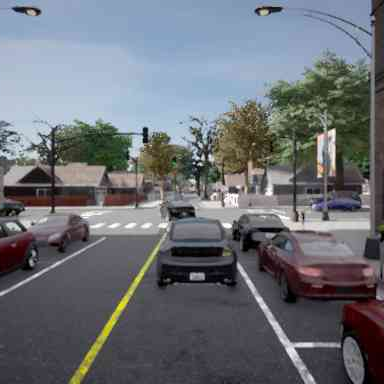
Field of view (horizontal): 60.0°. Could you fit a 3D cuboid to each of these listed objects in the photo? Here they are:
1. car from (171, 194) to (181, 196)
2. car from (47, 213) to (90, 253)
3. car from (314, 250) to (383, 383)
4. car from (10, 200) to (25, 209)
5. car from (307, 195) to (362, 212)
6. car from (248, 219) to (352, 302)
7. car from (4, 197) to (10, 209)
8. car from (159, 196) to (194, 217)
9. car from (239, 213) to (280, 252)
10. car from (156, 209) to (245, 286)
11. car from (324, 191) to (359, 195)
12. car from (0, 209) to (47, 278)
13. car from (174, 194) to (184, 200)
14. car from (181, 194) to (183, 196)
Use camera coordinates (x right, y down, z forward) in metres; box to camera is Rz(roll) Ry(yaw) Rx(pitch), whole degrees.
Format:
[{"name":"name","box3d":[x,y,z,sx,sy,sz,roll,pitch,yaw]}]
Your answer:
[{"name":"car","box3d":[-3.020,1.287,47.898,1.812,1.442,4.674,0,0,2]},{"name":"car","box3d":[-5.363,1.509,13.354,1.802,1.307,4.206,0,0,0]},{"name":"car","box3d":[2.641,1.531,2.304,1.887,1.381,4.507,0,0,0]},{"name":"car","box3d":[-17.972,1.162,29.666,5.566,2.045,2.150,0,0,0]},{"name":"car","box3d":[14.316,1.254,33.042,4.674,1.442,1.812,0,0,-2]},{"name":"car","box3d":[2.652,1.539,7.822,1.802,1.307,4.206,0,0,0]},{"name":"car","box3d":[-18.036,1.182,26.416,5.566,2.045,2.150,0,0,0]},{"name":"car","box3d":[-1.237,1.342,25.241,1.882,1.535,5.008,0,0,-16]},{"name":"car","box3d":[2.662,1.493,13.341,1.947,1.339,4.313,0,0,0]},{"name":"car","box3d":[0.117,1.455,9.196,1.837,1.490,4.892,0,1,0]},{"name":"car","box3d":[15.525,0.925,36.286,5.566,2.045,2.150,0,0,0]},{"name":"car","box3d":[-5.373,1.397,7.835,1.967,1.590,4.097,0,0,0]},{"name":"car","box3d":[-2.945,1.160,78.387,2.128,1.511,4.902,0,0,0]},{"name":"car","box3d":[-2.930,1.222,57.970,1.837,1.490,4.892,0,0,0]}]
